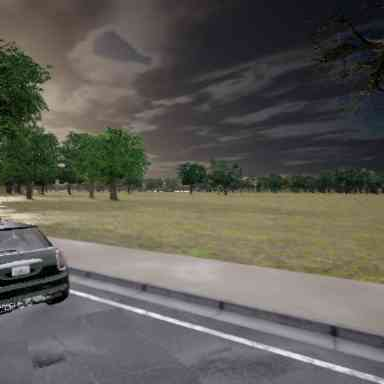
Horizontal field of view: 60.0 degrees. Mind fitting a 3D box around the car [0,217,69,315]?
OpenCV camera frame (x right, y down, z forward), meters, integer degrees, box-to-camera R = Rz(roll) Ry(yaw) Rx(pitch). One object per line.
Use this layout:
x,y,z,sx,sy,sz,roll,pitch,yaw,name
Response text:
-4.611,1.342,6.845,4.553,1.767,2.097,0,0,35,car
